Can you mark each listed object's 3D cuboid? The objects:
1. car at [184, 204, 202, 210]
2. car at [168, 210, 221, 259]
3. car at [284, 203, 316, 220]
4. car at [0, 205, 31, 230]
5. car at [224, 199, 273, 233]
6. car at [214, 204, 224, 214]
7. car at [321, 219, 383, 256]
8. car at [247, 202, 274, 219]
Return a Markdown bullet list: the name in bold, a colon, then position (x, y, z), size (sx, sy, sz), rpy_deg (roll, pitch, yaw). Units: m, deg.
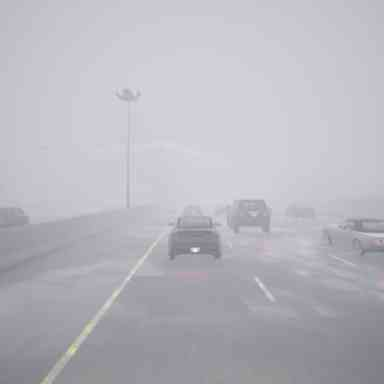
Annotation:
- **car**: position (0.104, 1.984, 34.673), size (1.994, 1.385, 4.181), rpy_deg (0, -1, 0)
- **car**: position (0.103, 1.667, 13.308), size (1.837, 1.490, 4.892), rpy_deg (0, -1, 0)
- **car**: position (10.605, 1.877, 33.024), size (1.882, 1.535, 5.008), rpy_deg (0, -1, 0)
- **car**: position (-10.498, 1.564, 17.605), size (2.097, 1.767, 4.553), rpy_deg (0, -1, 0)
- **car**: position (3.602, 1.484, 21.939), size (2.150, 2.045, 5.566), rpy_deg (0, -1, 0)
- **car**: position (3.605, 2.077, 39.405), size (1.895, 1.301, 4.718), rpy_deg (0, -1, 0)
- **car**: position (7.102, 1.769, 13.813), size (1.895, 1.301, 4.718), rpy_deg (0, -1, 0)
- **car**: position (7.105, 1.902, 35.099), size (1.882, 1.535, 5.008), rpy_deg (0, -1, 0)
